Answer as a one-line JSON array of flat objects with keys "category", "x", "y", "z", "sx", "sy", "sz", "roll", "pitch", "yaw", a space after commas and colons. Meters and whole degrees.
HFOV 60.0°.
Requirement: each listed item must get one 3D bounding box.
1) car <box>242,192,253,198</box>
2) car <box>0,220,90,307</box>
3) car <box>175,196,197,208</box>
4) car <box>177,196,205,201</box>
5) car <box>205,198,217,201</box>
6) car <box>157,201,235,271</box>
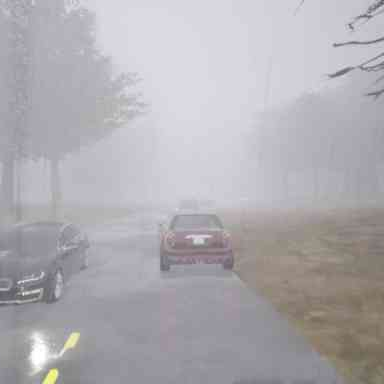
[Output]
[{"category": "car", "x": 13.736, "y": 0.647, "z": 82.226, "sx": 2.128, "sy": 1.511, "sz": 4.902, "roll": 0, "pitch": 1, "yaw": 26}, {"category": "car", "x": -3.776, "y": 1.502, "z": 8.152, "sx": 1.837, "sy": 1.490, "sz": 4.892, "roll": 0, "pitch": 0, "yaw": -6}, {"category": "car", "x": -0.784, "y": 1.391, "z": 49.166, "sx": 1.882, "sy": 1.535, "sz": 5.008, "roll": 0, "pitch": 1, "yaw": 17}, {"category": "car", "x": -0.224, "y": 1.517, "z": 37.509, "sx": 2.033, "sy": 1.411, "sz": 5.357, "roll": 0, "pitch": 0, "yaw": 9}, {"category": "car", "x": 2.320, "y": 1.502, "z": 48.738, "sx": 1.895, "sy": 1.301, "sz": 4.718, "roll": 0, "pitch": 1, "yaw": 19}, {"category": "car", "x": -0.063, "y": 1.344, "z": 11.098, "sx": 2.097, "sy": 1.767, "sz": 4.553, "roll": 0, "pitch": 0, "yaw": -7}]
